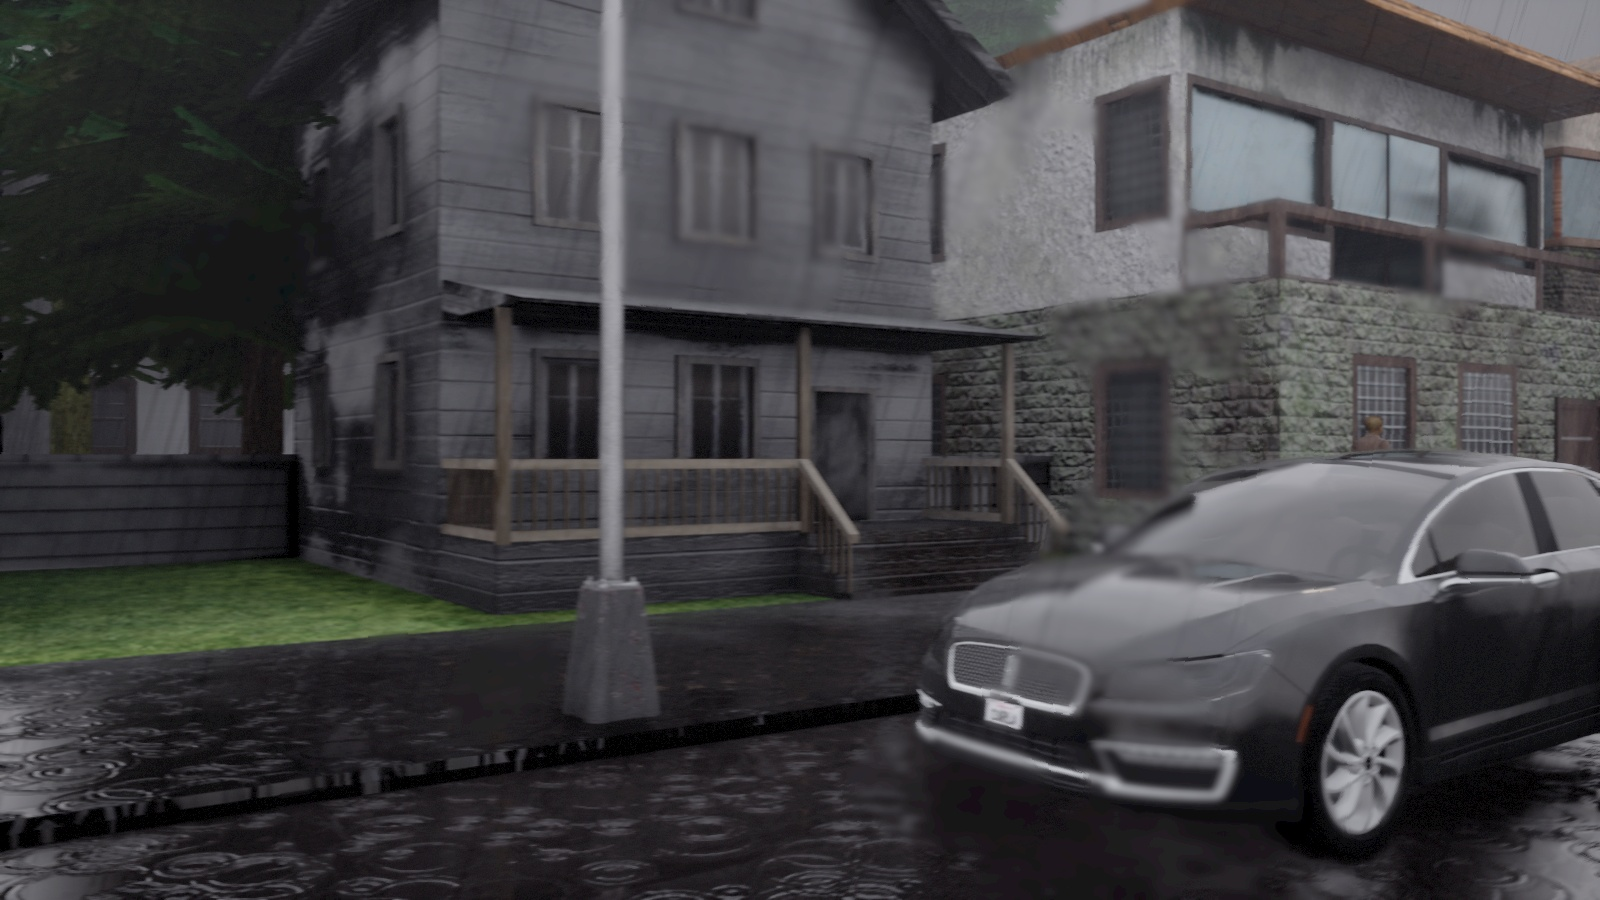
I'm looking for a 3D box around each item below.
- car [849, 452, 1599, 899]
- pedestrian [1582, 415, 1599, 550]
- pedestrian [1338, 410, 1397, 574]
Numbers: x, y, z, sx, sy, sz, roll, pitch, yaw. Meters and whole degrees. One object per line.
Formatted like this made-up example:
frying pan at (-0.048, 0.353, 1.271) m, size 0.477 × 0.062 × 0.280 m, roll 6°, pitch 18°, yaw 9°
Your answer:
car at (2.749, 0.759, 6.182) m, size 4.892 × 1.490 × 1.837 m, roll 0°, pitch 0°, yaw -35°
pedestrian at (11.997, 0.474, 18.259) m, size 0.873 × 1.952 × 0.659 m, roll 0°, pitch 0°, yaw -22°
pedestrian at (6.540, 0.476, 14.461) m, size 0.634 × 1.846 × 0.331 m, roll 0°, pitch 0°, yaw -34°
